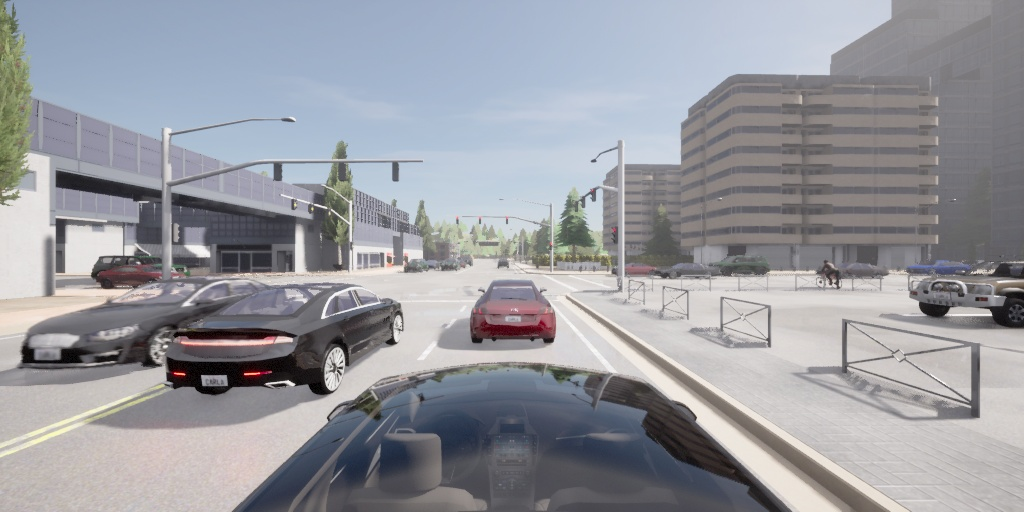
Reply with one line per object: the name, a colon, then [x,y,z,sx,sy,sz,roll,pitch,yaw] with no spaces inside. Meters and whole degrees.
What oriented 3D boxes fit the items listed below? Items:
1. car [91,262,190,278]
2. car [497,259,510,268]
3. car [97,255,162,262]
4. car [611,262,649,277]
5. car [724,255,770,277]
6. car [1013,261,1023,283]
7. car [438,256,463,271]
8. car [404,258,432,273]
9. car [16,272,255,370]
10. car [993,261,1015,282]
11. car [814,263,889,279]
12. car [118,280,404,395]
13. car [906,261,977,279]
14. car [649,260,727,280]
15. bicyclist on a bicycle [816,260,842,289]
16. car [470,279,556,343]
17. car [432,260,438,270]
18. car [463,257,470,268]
car: [-22.881,1.276,22.237,4.674,1.442,1.812,0,0,0]
car: [-1.508,1.255,61.879,1.837,1.490,4.892,0,0,-1]
car: [-26.437,0.971,25.635,5.566,2.045,2.150,0,0,-1]
car: [11.756,1.314,34.615,4.181,1.385,1.994,0,0,-2]
car: [21.987,0.970,34.918,5.566,2.045,2.150,0,0,-2]
car: [43.309,1.314,28.389,4.181,1.385,1.994,0,0,-1]
car: [-8.339,1.102,49.067,2.097,1.767,4.553,0,0,-1]
car: [-11.756,1.102,44.178,2.097,1.767,4.553,0,0,0]
car: [-7.128,1.241,7.940,2.128,1.511,4.902,0,0,0]
car: [46.817,1.371,32.053,4.718,1.301,1.895,0,0,-2]
car: [29.964,1.297,31.650,5.357,1.411,2.033,0,0,-2]
car: [-3.472,1.242,6.610,2.128,1.511,4.902,0,0,0]
car: [42.056,1.227,35.457,5.008,1.535,1.882,0,0,-1]
car: [15.245,1.297,31.217,5.357,1.411,2.033,0,0,-2]
bicyclist on a bicycle: [17.933,1.052,20.308,0.582,1.620,1.656,0,0,-2]
car: [0.014,1.314,9.667,1.994,1.385,4.181,0,0,0]
car: [-11.972,1.297,53.643,2.033,1.411,5.357,0,0,-1]
car: [-8.604,1.314,59.035,1.994,1.385,4.181,0,0,-1]
